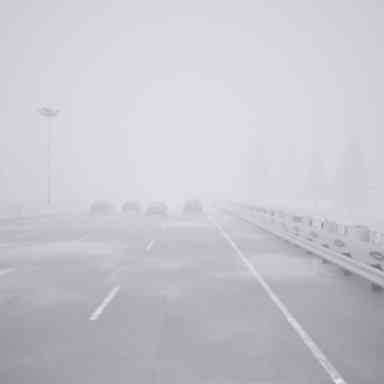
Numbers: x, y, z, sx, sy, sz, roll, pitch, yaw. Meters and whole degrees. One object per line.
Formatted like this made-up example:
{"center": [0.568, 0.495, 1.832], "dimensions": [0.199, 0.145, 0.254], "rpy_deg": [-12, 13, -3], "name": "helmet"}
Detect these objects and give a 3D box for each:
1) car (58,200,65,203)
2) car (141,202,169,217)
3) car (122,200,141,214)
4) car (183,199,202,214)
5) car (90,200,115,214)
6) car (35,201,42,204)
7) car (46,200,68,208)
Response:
{"center": [-21.010, 2.041, 56.346], "dimensions": [2.033, 1.411, 5.357], "rpy_deg": [0, -1, 0], "name": "car"}
{"center": [-3.402, 1.679, 33.137], "dimensions": [2.033, 1.411, 5.357], "rpy_deg": [0, -1, 0], "name": "car"}
{"center": [-6.906, 1.718, 38.848], "dimensions": [1.837, 1.490, 4.892], "rpy_deg": [0, -1, 0], "name": "car"}
{"center": [0.095, 1.552, 37.906], "dimensions": [2.097, 1.767, 4.553], "rpy_deg": [0, -1, 0], "name": "car"}
{"center": [-10.405, 1.695, 39.074], "dimensions": [1.882, 1.535, 5.008], "rpy_deg": [0, -1, 0], "name": "car"}
{"center": [-28.004, 2.101, 62.146], "dimensions": [1.837, 1.490, 4.892], "rpy_deg": [0, -2, -4], "name": "car"}
{"center": [-24.499, 2.112, 60.735], "dimensions": [2.033, 1.411, 5.357], "rpy_deg": [0, -1, -2], "name": "car"}
